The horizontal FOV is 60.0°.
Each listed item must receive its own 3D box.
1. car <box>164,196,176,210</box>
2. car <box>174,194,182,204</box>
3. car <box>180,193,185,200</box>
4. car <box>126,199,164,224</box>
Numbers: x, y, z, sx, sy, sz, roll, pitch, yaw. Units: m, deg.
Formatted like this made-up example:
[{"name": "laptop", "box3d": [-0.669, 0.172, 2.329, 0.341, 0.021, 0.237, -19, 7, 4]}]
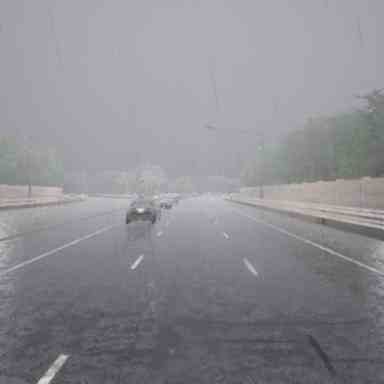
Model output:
[{"name": "car", "box3d": [-3.501, 1.590, 43.515, 1.895, 1.301, 4.718, 0, 0, 0]}, {"name": "car", "box3d": [-3.501, 1.477, 61.328, 2.128, 1.511, 4.902, 0, 0, 0]}, {"name": "car", "box3d": [-3.451, 1.489, 85.980, 1.837, 1.490, 4.892, 0, 0, 1]}, {"name": "car", "box3d": [-3.501, 1.343, 24.765, 2.097, 1.767, 4.553, 0, 0, 0]}]
